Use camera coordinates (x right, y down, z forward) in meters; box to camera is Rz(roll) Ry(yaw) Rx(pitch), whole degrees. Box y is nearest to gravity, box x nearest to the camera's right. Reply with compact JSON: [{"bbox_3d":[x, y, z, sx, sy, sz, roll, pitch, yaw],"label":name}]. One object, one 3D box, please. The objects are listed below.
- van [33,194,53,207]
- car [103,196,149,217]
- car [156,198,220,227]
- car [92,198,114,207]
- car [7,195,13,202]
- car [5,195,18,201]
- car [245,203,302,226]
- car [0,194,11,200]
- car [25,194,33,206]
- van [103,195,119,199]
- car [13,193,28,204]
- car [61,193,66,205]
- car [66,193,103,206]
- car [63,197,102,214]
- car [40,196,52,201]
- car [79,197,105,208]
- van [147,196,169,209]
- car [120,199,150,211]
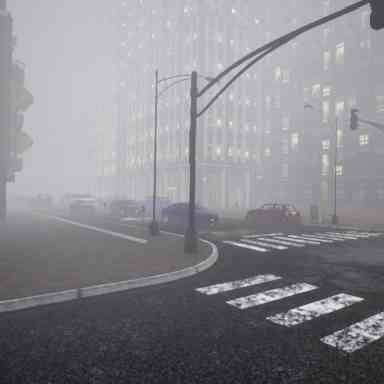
[{"bbox_3d":[-20.711,1.197,46.707,1.690,1.788,3.998,1,-1,-35],"label":"van"},{"bbox_3d":[-6.180,1.438,30.706,1.837,1.490,4.892,1,-1,-35],"label":"car"},{"bbox_3d":[-0.205,1.425,22.285,1.882,1.535,5.008,1,-1,-36],"label":"car"},{"bbox_3d":[-13.883,1.586,51.554,1.947,1.339,4.313,1,-1,-35],"label":"car"},{"bbox_3d":[-37.063,1.396,69.735,1.947,1.339,4.313,1,-1,-35],"label":"car"},{"bbox_3d":[-40.332,1.377,74.341,2.008,1.369,4.403,1,-1,-35],"label":"car"},{"bbox_3d":[5.738,1.505,23.920,1.967,1.590,4.097,1,-1,-35],"label":"car"},{"bbox_3d":[-46.776,1.365,83.417,1.752,1.417,4.829,1,-1,-35],"label":"car"},{"bbox_3d":[-23.985,1.432,51.310,1.802,1.307,4.206,1,-1,-35],"label":"car"},{"bbox_3d":[-10.609,1.368,46.951,1.690,1.788,3.998,1,-1,-35],"label":"van"},{"bbox_3d":[-30.520,1.155,60.525,2.192,1.841,5.009,1,-1,-35],"label":"car"},{"bbox_3d":[-20.524,1.181,56.276,2.150,2.045,5.566,1,-1,-35],"label":"car"},{"bbox_3d":[-13.254,1.138,40.717,2.150,2.045,5.566,1,-1,-35],"label":"car"},{"bbox_3d":[-10.906,1.427,32.887,2.008,1.369,4.403,1,-1,-35],"label":"car"},{"bbox_3d":[-36.771,1.570,83.796,1.802,1.307,4.206,1,-1,-35],"label":"car"},{"bbox_3d":[-14.464,1.519,47.811,2.033,1.411,5.357,1,-1,-35],"label":"car"},{"bbox_3d":[-4.070,1.382,37.739,1.690,1.788,3.998,1,-1,-35],"label":"van"},{"bbox_3d":[-7.343,1.584,42.343,2.008,1.369,4.403,1,-1,-35],"label":"car"}]
